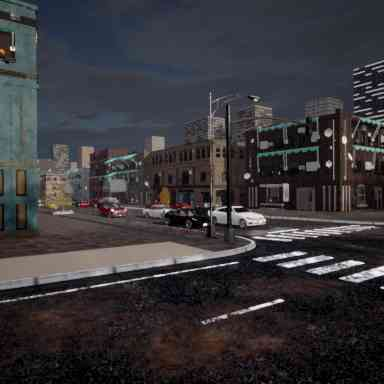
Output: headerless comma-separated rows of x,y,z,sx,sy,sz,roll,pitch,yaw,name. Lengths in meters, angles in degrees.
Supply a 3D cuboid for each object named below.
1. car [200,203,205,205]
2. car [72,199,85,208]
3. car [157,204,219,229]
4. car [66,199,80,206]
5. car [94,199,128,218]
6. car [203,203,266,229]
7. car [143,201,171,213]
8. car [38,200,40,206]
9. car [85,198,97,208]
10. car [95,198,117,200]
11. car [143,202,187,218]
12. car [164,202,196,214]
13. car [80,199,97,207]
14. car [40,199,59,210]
1.671,1.809,35.572,2.008,1.369,4.403,-2,0,-36,car
-20.586,2.230,62.263,1.994,1.385,4.181,-1,0,-36,car
-0.392,1.814,23.840,1.947,1.339,4.313,-2,0,-36,car
-27.302,2.364,76.096,1.947,1.339,4.313,-1,0,-36,car
-8.367,1.846,35.199,1.967,1.590,4.097,-1,0,-36,car
3.099,1.722,23.686,1.812,1.442,4.674,-1,0,-37,car
-4.766,1.966,44.577,1.802,1.307,4.206,-2,0,-36,car
-30.899,2.376,66.719,2.008,1.369,4.403,-1,0,-36,car
-17.650,1.939,62.588,2.192,1.841,5.009,-1,0,-36,car
-10.314,1.936,42.419,1.882,1.535,5.008,-1,0,-35,car
-2.861,1.914,31.972,1.895,1.301,4.718,-1,0,-36,car
-1.548,1.903,40.075,1.802,1.307,4.206,-2,0,-36,car
-20.864,2.227,67.091,1.887,1.381,4.507,-1,0,-36,car
-24.362,2.232,57.574,1.752,1.417,4.829,-1,0,-36,car
